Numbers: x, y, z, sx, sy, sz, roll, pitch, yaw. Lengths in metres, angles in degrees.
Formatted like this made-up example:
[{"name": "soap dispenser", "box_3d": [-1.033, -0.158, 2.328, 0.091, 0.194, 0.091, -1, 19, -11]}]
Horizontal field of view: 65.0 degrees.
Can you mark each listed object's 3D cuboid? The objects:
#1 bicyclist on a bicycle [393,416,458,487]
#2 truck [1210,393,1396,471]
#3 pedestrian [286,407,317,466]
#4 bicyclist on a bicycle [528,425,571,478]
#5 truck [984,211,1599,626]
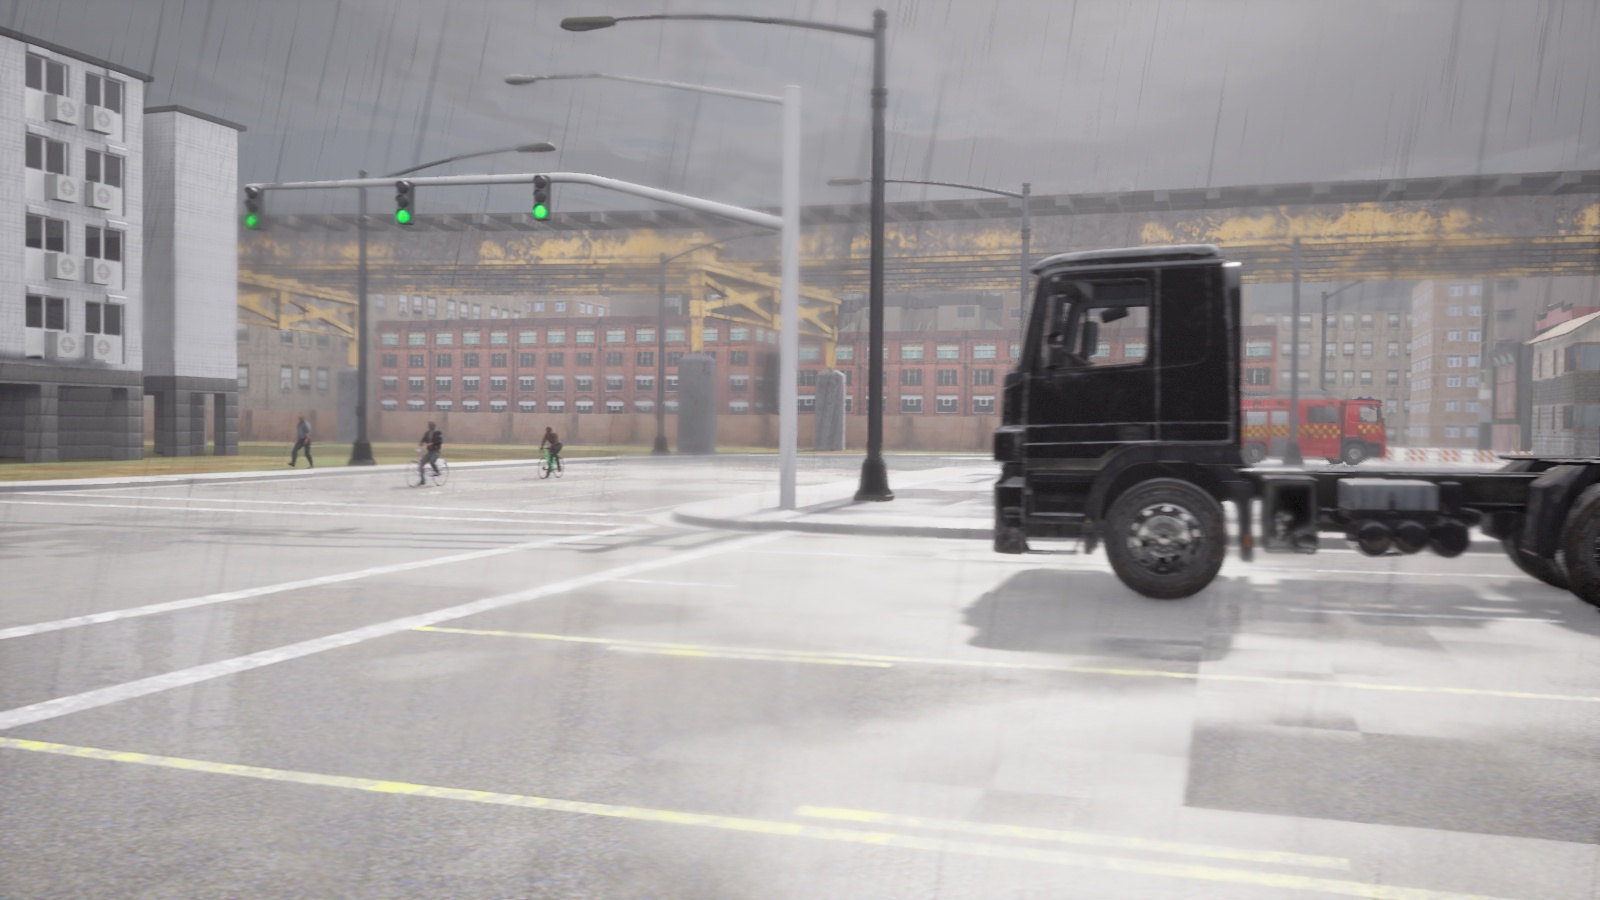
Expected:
[{"name": "bicyclist on a bicycle", "box_3d": [-9.754, 0.032, 32.761, 0.659, 1.776, 1.843, 1, 1, 18]}, {"name": "truck", "box_3d": [26.125, -0.962, 65.521, 8.468, 3.827, 2.891, 1, 1, 3]}, {"name": "pedestrian", "box_3d": [-15.971, -0.429, 40.235, 0.540, 1.848, 0.694, 2, 1, 26]}, {"name": "bicyclist on a bicycle", "box_3d": [-7.780, 0.033, 39.046, 0.582, 1.620, 1.656, 1, 1, 18]}, {"name": "truck", "box_3d": [6.013, -0.289, 12.232, 7.936, 3.462, 2.891, 1, 1, 19]}]
